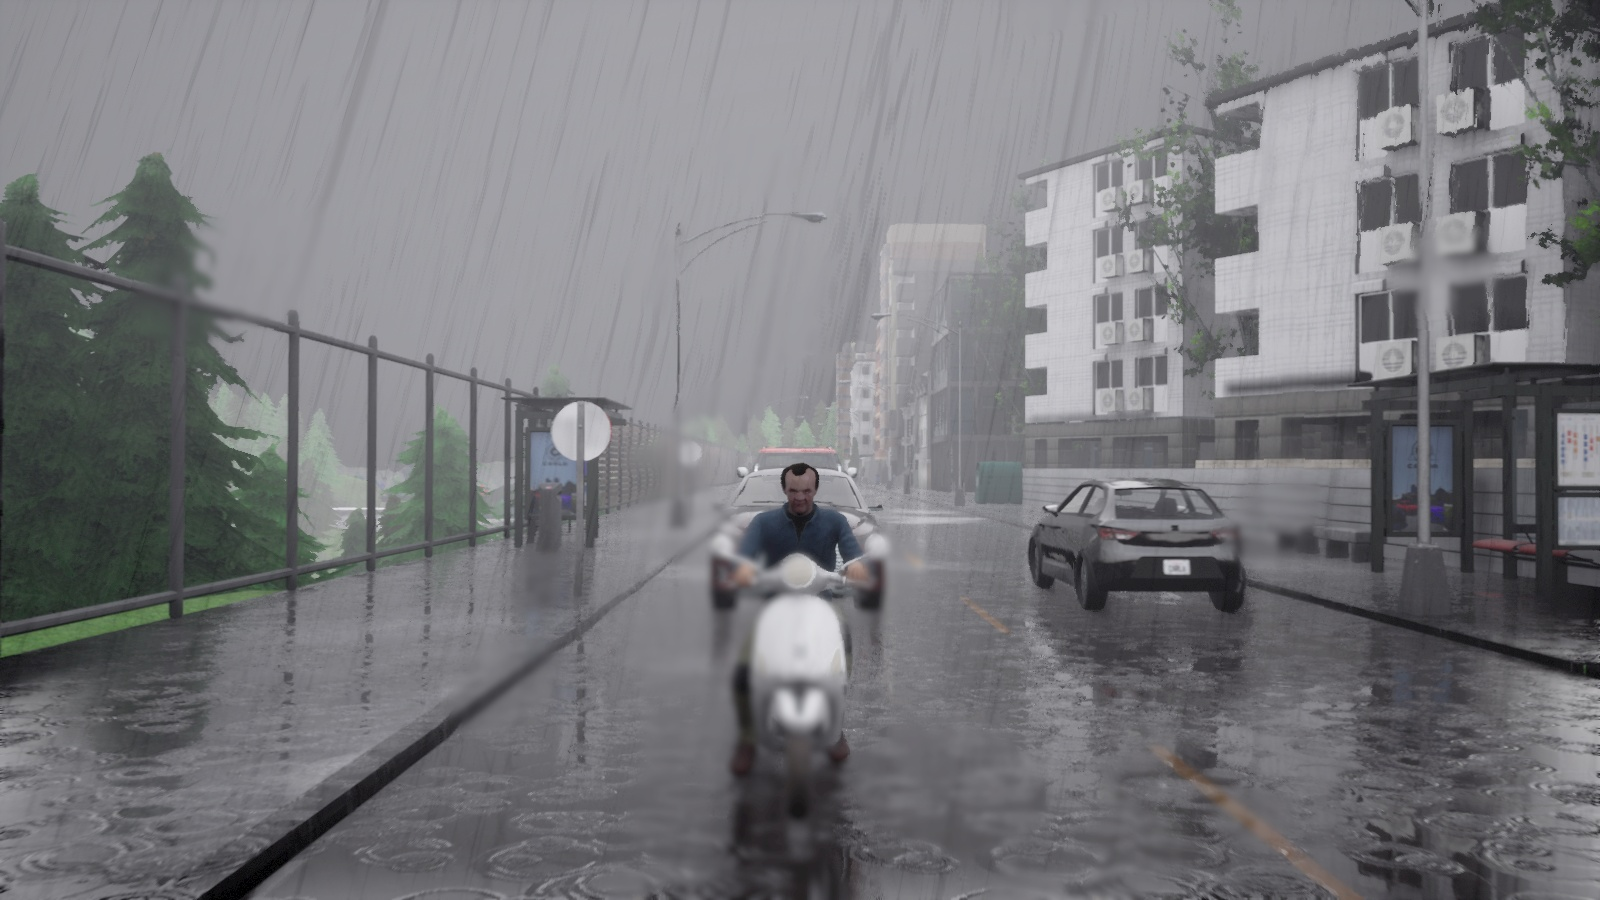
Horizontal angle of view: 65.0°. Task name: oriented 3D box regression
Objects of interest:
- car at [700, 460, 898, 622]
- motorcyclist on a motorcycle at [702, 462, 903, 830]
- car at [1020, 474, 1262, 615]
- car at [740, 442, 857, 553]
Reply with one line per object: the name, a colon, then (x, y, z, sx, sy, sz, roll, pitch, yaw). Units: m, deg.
car: (-0.016, 0.972, 15.360, 2.033, 1.649, 4.856, 0, -1, 0)
motorcyclist on a motorcycle: (0.007, 0.860, 6.350, 0.866, 1.590, 1.817, 0, -1, 0)
car: (3.984, 1.041, 15.427, 1.816, 1.474, 4.193, 0, -1, 0)
car: (-0.048, 0.922, 26.114, 2.150, 2.045, 5.566, 0, -1, 0)
